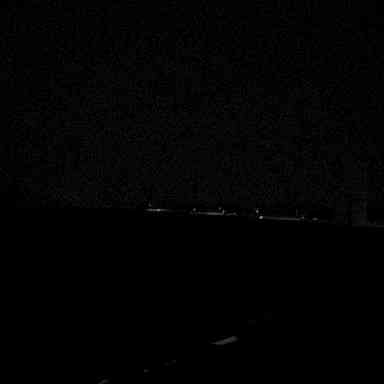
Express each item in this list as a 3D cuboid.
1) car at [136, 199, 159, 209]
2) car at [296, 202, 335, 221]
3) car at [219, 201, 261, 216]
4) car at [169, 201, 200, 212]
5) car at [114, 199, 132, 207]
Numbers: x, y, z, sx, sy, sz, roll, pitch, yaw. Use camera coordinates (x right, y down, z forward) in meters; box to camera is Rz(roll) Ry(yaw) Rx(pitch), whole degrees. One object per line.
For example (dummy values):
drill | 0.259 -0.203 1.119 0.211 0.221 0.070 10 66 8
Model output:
car | -6.820 1.836 50.219 1.837 1.490 4.892 1 -1 -36
car | 10.573 1.564 26.163 2.128 1.511 4.902 1 -1 -37
car | 4.845 1.638 34.012 2.128 1.511 4.902 1 -1 -36
car | -0.965 1.836 42.059 1.895 1.301 4.718 1 -1 -36
car | -13.390 2.032 64.270 1.882 1.535 5.008 1 -1 -36
